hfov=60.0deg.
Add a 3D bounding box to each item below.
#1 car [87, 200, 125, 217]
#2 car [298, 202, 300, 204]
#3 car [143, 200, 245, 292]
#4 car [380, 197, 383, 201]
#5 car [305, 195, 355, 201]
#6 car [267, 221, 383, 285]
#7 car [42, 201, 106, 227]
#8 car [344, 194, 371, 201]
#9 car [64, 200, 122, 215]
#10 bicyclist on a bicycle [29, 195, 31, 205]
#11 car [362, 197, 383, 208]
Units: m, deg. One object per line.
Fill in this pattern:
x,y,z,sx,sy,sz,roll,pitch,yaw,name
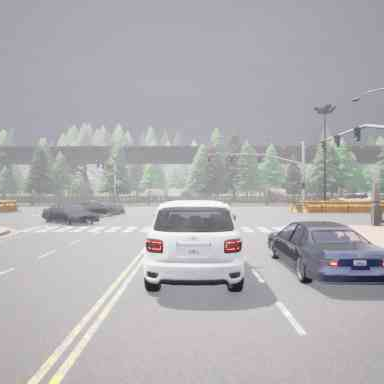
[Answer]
-8.582,1.492,30.221,4.902,1.511,2.128,0,0,0,car
17.827,1.477,47.774,5.008,1.535,1.882,0,0,0,car
0.067,1.221,9.061,2.150,2.045,5.566,0,0,1,car
26.174,1.478,40.734,5.008,1.535,1.882,0,0,0,car
16.671,1.491,40.779,4.902,1.511,2.128,0,0,0,car
3.576,1.547,9.550,2.033,1.411,5.357,0,0,0,car
-8.624,1.547,23.372,5.357,1.411,2.033,0,0,43,car
21.113,1.221,44.256,5.566,2.045,2.150,0,0,0,car
-9.944,1.548,33.728,5.357,1.411,2.033,0,0,0,car
-27.018,1.301,55.805,0.582,1.620,1.656,0,0,0,bicyclist on a bicycle
27.319,1.505,47.727,4.892,1.490,1.837,0,0,0,car
